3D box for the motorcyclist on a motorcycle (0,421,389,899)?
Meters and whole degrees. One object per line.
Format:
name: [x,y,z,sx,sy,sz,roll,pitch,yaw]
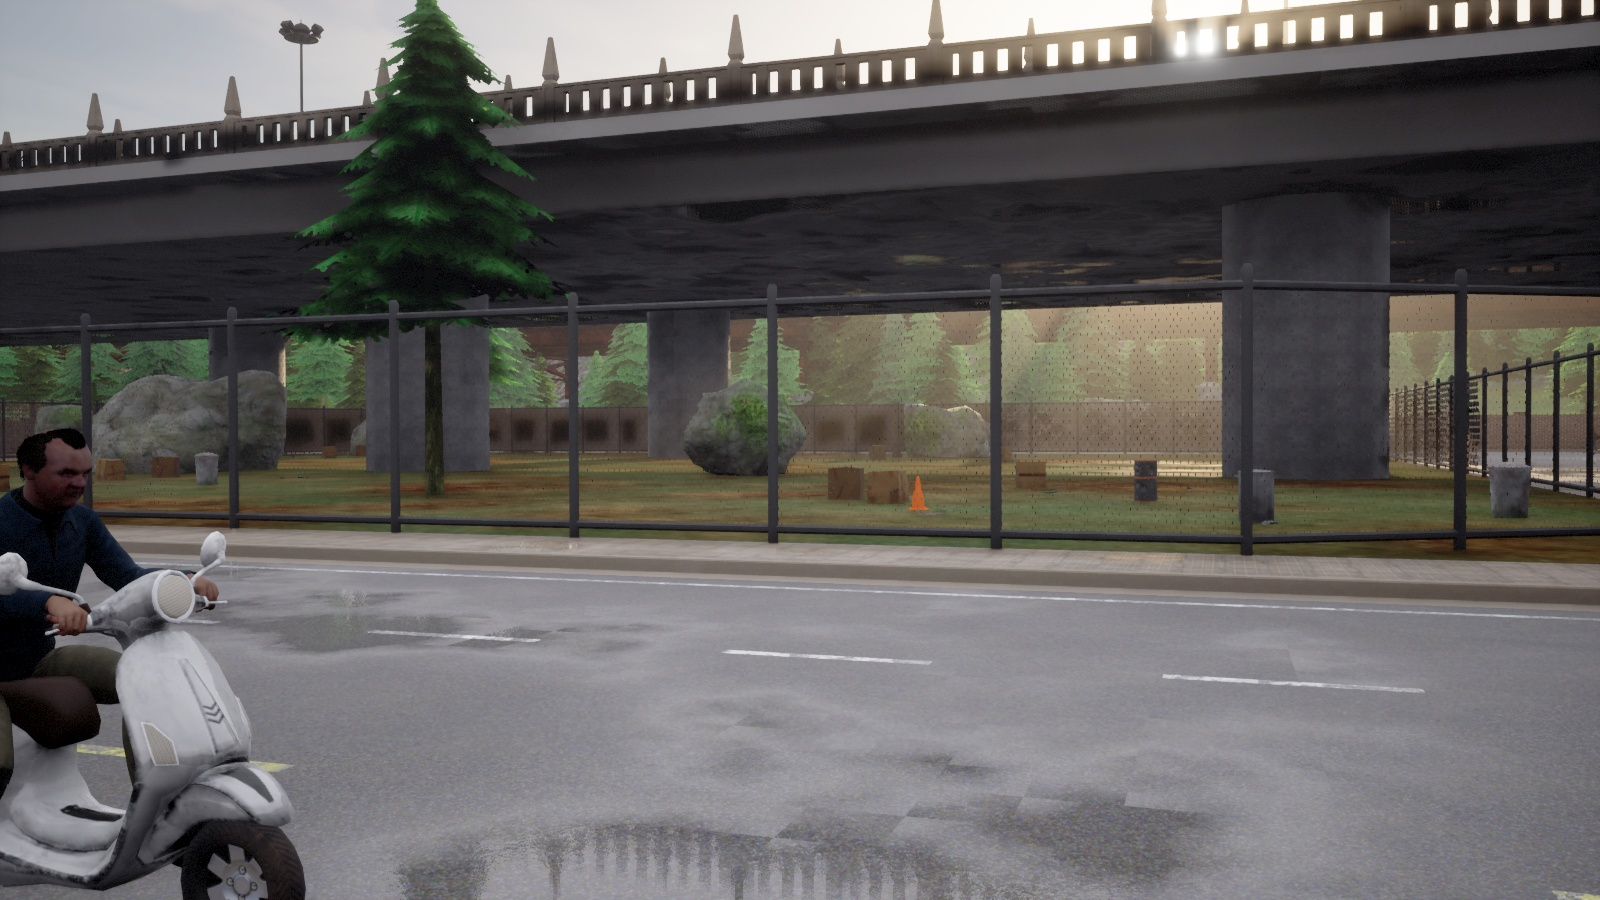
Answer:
motorcyclist on a motorcycle: [-2.341,0.707,3.980,1.817,1.590,0.866,1,1,19]
